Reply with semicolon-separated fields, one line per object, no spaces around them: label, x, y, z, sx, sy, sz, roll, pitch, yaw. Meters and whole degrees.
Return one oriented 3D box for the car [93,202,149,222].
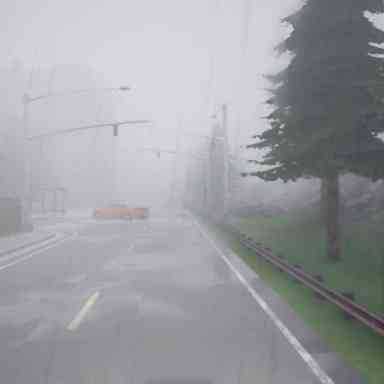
car;-5.894;1.597;27.313;5.008;1.535;1.882;-1;-2;28

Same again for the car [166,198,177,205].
car;-4.005;1.765;65.307;1.994;1.385;4.181;-1;0;-4
